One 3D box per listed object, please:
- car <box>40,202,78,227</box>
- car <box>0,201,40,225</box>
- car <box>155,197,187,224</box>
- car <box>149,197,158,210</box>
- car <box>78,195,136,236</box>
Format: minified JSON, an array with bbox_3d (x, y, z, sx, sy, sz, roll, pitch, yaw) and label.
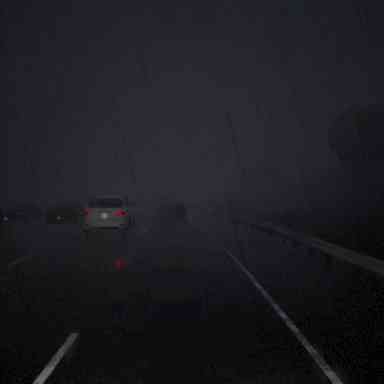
[{"bbox_3d":[-8.358,1.416,22.662,1.882,1.535,5.008,0,0,-7],"label":"car"},{"bbox_3d":[-11.964,1.467,23.298,1.812,1.442,4.674,0,0,-7],"label":"car"},{"bbox_3d":[-1.470,1.401,23.885,1.882,1.535,5.008,0,0,-7],"label":"car"},{"bbox_3d":[-4.155,1.350,40.802,1.882,1.535,5.008,0,0,-11],"label":"car"},{"bbox_3d":[-4.393,1.168,18.351,2.150,2.045,5.566,0,0,-6],"label":"car"}]
